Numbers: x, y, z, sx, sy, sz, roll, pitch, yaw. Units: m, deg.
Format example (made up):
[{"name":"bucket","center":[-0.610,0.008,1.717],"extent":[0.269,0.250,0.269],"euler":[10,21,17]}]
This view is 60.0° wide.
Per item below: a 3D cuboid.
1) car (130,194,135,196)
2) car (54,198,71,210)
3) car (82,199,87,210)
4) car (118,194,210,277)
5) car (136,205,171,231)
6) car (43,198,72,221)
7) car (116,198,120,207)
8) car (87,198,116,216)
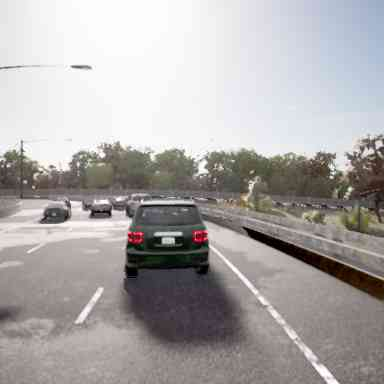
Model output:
[{"name":"car","center":[-5.102,1.214,31.920],"extent":[2.150,2.045,5.566],"euler":[0,0,-16]},{"name":"car","center":[-16.815,1.505,43.017],"extent":[1.837,1.490,4.892],"euler":[0,0,-24]},{"name":"car","center":[-13.454,1.598,44.111],"extent":[1.895,1.301,4.718],"euler":[0,0,-24]},{"name":"car","center":[-0.805,1.219,10.403],"extent":[2.150,2.045,5.566],"euler":[0,0,-6]},{"name":"car","center":[-2.616,1.595,21.734],"extent":[1.895,1.301,4.718],"euler":[0,0,-11]},{"name":"car","center":[-11.108,1.526,27.608],"extent":[1.812,1.442,4.674],"euler":[0,0,-15]},{"name":"car","center":[-9.772,1.484,44.438],"extent":[2.128,1.511,4.902],"euler":[0,0,-23]},{"name":"car","center":[-8.889,1.484,32.349],"extent":[2.128,1.511,4.902],"euler":[0,-1,-17]}]
